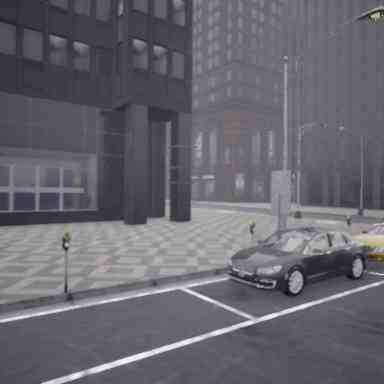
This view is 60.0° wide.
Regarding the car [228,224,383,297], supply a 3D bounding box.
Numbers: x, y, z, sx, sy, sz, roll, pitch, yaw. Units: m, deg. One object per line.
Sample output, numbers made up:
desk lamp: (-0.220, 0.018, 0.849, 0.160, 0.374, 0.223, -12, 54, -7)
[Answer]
car: (2.894, 1.627, 8.712, 4.403, 1.369, 2.008, 1, 0, -36)
